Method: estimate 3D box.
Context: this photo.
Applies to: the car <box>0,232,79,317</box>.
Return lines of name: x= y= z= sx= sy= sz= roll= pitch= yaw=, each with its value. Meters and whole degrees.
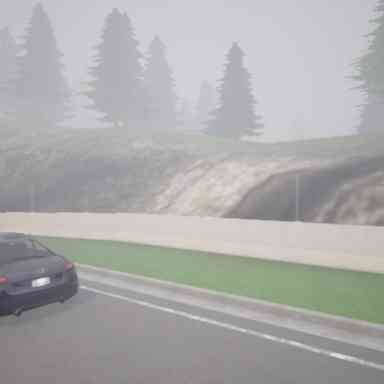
car: x=-4.330 y=1.573 z=7.075 sx=4.181 sy=1.385 sz=1.994 roll=0 pitch=0 yaw=35
